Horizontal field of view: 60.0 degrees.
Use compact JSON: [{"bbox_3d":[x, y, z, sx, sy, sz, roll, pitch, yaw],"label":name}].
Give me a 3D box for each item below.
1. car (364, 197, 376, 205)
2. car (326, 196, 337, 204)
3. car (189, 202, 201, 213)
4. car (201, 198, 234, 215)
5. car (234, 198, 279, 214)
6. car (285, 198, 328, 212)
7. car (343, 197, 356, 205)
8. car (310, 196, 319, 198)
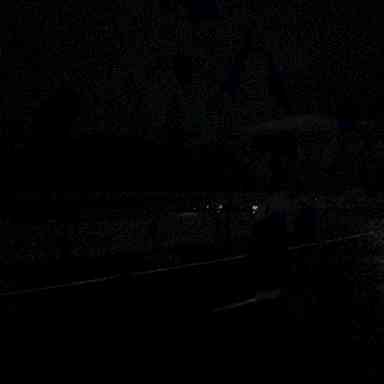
[{"bbox_3d":[34.564,1.691,64.545,2.128,1.511,4.902,0,0,29],"label":"car"},{"bbox_3d":[28.308,1.659,67.685,1.882,1.535,5.008,0,0,29],"label":"car"},{"bbox_3d":[1.642,1.674,37.565,1.994,1.385,4.181,0,0,45],"label":"car"},{"bbox_3d":[3.515,1.456,34.499,4.553,1.767,2.097,0,0,-45],"label":"car"},{"bbox_3d":[6.579,1.453,32.617,2.097,1.767,4.553,0,0,45],"label":"car"},{"bbox_3d":[10.653,1.597,31.745,2.128,1.511,4.902,0,0,44],"label":"car"},{"bbox_3d":[30.770,1.736,64.878,1.994,1.385,4.181,0,0,29],"label":"car"},{"bbox_3d":[26.360,1.562,71.564,1.837,1.490,4.892,0,0,27],"label":"car"}]
